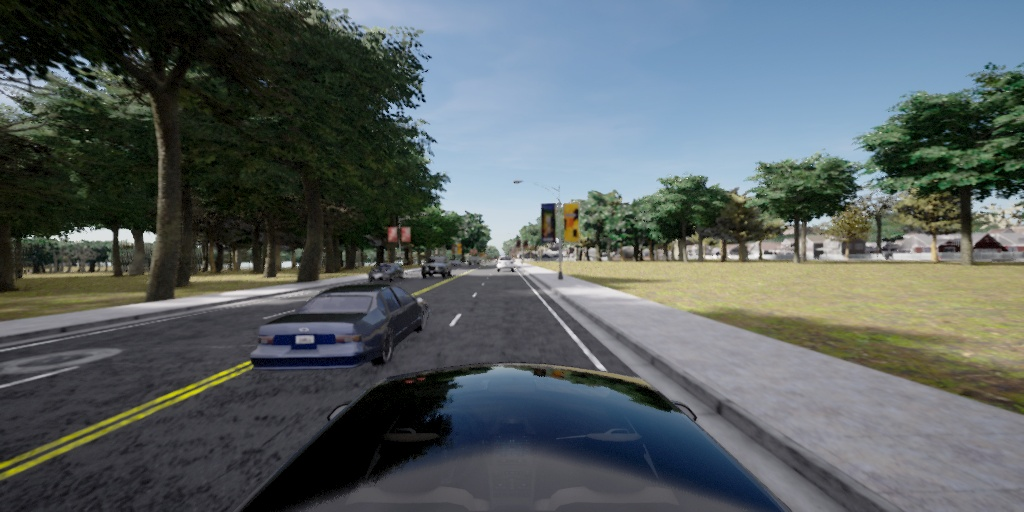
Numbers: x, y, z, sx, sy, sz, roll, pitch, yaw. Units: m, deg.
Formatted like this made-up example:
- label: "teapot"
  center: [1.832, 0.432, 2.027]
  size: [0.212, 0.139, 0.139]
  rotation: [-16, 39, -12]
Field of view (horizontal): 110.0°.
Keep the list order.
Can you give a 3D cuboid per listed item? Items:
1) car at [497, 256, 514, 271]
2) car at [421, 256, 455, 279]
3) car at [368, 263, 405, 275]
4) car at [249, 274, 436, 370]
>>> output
- label: "car"
  center: [-0.863, 1.038, 49.451]
  size: [2.150, 2.045, 5.566]
  rotation: [-1, 0, -1]
- label: "car"
  center: [-7.256, 1.074, 34.965]
  size: [2.150, 2.045, 5.566]
  rotation: [-1, 0, -1]
- label: "car"
  center: [-10.397, 1.372, 29.953]
  size: [2.128, 1.511, 4.902]
  rotation: [-1, 0, -1]
- label: "car"
  center: [-3.243, 1.335, 8.032]
  size: [2.033, 1.411, 5.357]
  rotation: [-1, 0, -1]
